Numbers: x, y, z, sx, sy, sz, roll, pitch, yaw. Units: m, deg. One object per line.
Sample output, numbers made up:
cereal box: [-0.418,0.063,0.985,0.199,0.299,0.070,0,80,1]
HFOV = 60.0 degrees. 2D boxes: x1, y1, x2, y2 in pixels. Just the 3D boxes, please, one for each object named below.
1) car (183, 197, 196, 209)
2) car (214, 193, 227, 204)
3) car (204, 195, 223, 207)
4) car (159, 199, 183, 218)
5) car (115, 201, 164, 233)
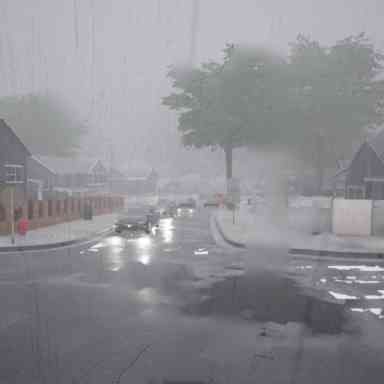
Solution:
car: [-0.608,1.496,46.214,1.882,1.535,5.008,0,0,9]
car: [5.190,1.258,61.220,2.150,2.045,5.566,1,0,15]
car: [3.111,1.606,51.496,1.994,1.385,4.181,0,0,12]
car: [-2.440,1.493,30.774,2.128,1.511,4.902,0,0,5]
car: [-3.071,1.500,19.529,1.837,1.490,4.892,0,0,4]
